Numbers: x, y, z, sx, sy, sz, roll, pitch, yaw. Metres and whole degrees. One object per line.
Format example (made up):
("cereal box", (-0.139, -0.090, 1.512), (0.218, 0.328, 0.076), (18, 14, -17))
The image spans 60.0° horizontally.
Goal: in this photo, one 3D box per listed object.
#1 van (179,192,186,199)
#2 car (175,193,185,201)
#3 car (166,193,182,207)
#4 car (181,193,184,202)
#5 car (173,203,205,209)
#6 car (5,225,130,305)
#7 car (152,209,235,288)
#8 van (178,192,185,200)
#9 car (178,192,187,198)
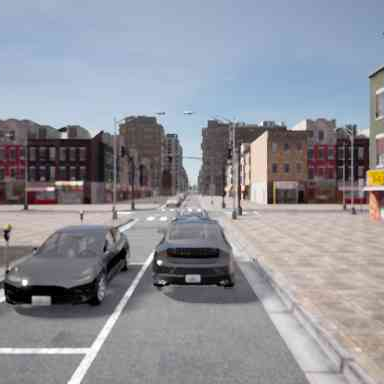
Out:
("van", (-2.599, 0.981, 90.602), (1.690, 1.788, 3.998), (0, 0, 0))
("car", (-2.606, 1.120, 73.786), (1.967, 1.590, 4.097), (0, 0, 0))
("car", (-2.616, 1.295, 45.590), (1.752, 1.417, 4.829), (0, 0, 0))
("car", (-2.614, 1.293, 51.365), (1.887, 1.381, 4.507), (0, 0, 0))
("car", (0.036, 1.494, 18.883), (1.895, 1.301, 4.718), (0, 0, 1))
("car", (-2.630, 1.518, 7.991), (1.947, 1.339, 4.313), (0, 0, 0))
("car", (0.071, 1.452, 9.058), (1.837, 1.490, 4.892), (0, 1, 1))
("van", (-2.601, 0.993, 84.997), (1.690, 1.788, 3.998), (0, 0, 0))
("car", (-2.608, 1.135, 68.181), (1.967, 1.590, 4.097), (0, 0, 0))
